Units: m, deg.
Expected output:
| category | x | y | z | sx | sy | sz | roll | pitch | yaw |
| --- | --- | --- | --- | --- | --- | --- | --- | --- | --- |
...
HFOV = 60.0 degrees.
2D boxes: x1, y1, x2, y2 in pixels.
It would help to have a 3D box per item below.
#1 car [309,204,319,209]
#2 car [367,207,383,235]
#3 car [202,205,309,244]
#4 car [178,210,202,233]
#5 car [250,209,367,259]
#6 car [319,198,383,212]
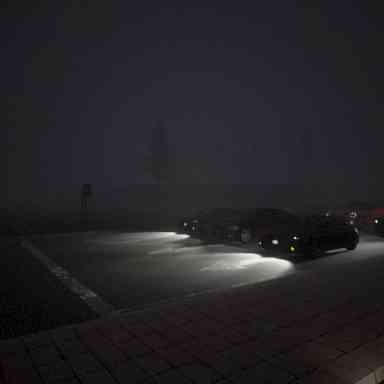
| category | x | y | z | sx | sy | sz | roll | pitch | yaw |
| --- | --- | --- | --- | --- | --- | --- | --- | --- | --- |
| car | 9.198 | 1.562 | 24.567 | 4.181 | 1.385 | 1.994 | 0 | 0 | -36 |
| car | 11.673 | 1.599 | 17.768 | 4.718 | 1.301 | 1.895 | 0 | 0 | -35 |
| car | 3.147 | 1.477 | 16.034 | 5.008 | 1.535 | 1.882 | 0 | 0 | -35 |
| car | 1.266 | 1.563 | 18.989 | 4.181 | 1.385 | 1.994 | 0 | 0 | -35 |
| car | 4.520 | 1.563 | 12.721 | 4.181 | 1.385 | 1.994 | 0 | 0 | -35 |
| car | 10.533 | 1.350 | 21.241 | 4.553 | 1.767 | 2.097 | 0 | 0 | -35 |
